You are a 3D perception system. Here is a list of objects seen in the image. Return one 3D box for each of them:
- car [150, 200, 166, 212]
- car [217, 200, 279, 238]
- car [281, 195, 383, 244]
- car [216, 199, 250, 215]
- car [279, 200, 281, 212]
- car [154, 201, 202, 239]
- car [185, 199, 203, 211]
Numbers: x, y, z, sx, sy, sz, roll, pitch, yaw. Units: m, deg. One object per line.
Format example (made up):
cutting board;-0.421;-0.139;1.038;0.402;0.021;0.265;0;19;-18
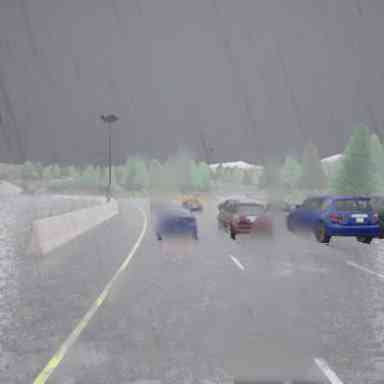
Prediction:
car;-3.676;1.543;37.570;1.895;1.301;4.718;0;0;-11
car;2.666;1.320;17.469;2.097;1.767;4.553;0;0;-5
car;6.364;1.186;15.693;2.150;2.045;5.566;0;0;-4
car;4.066;1.484;34.160;2.033;1.411;5.357;0;0;-10
car;9.231;1.492;35.495;1.994;1.385;4.181;0;0;1
car;-0.827;1.450;17.119;1.882;1.535;5.008;0;0;-5
car;-0.087;1.501;37.297;1.994;1.385;4.181;0;0;-11
